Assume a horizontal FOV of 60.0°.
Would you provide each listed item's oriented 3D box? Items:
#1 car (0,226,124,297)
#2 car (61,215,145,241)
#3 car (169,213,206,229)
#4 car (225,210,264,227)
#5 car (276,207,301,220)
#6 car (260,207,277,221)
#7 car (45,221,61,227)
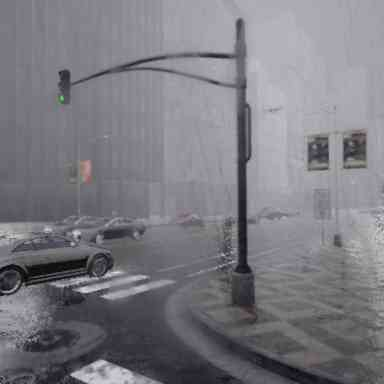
[{"bbox_3d":[-4.294,1.861,9.559,1.994,1.385,4.181,-1,-4,34],"label":"car"},{"bbox_3d":[-4.992,2.271,20.284,2.128,1.511,4.902,-1,-3,36],"label":"car"},{"bbox_3d":[-0.362,2.814,32.937,1.812,1.442,4.674,-1,-3,34],"label":"car"},{"bbox_3d":[5.540,2.974,35.855,2.033,1.411,5.357,-1,-3,34],"label":"car"},{"bbox_3d":[14.599,3.113,49.086,1.882,1.535,5.008,-1,-3,34],"label":"car"},{"bbox_3d":[11.840,3.244,50.808,2.150,2.045,5.566,-1,-3,34],"label":"car"},{"bbox_3d":[-7.571,2.342,22.363,2.128,1.511,4.902,-1,-3,31],"label":"car"}]
